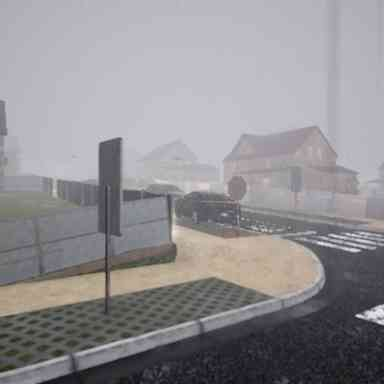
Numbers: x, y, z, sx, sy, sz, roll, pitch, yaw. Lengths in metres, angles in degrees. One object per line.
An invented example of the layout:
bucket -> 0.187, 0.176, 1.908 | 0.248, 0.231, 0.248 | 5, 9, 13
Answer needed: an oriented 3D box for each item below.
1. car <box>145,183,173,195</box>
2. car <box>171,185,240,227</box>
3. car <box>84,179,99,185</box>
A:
car -> -1.719, 0.223, 23.222 | 2.097, 1.767, 4.553 | 0, 3, -32
car -> 0.617, 0.682, 16.268 | 1.882, 1.535, 5.008 | 4, 2, -18
car -> -12.198, -0.860, 40.777 | 1.837, 1.490, 4.892 | 0, 3, -29
